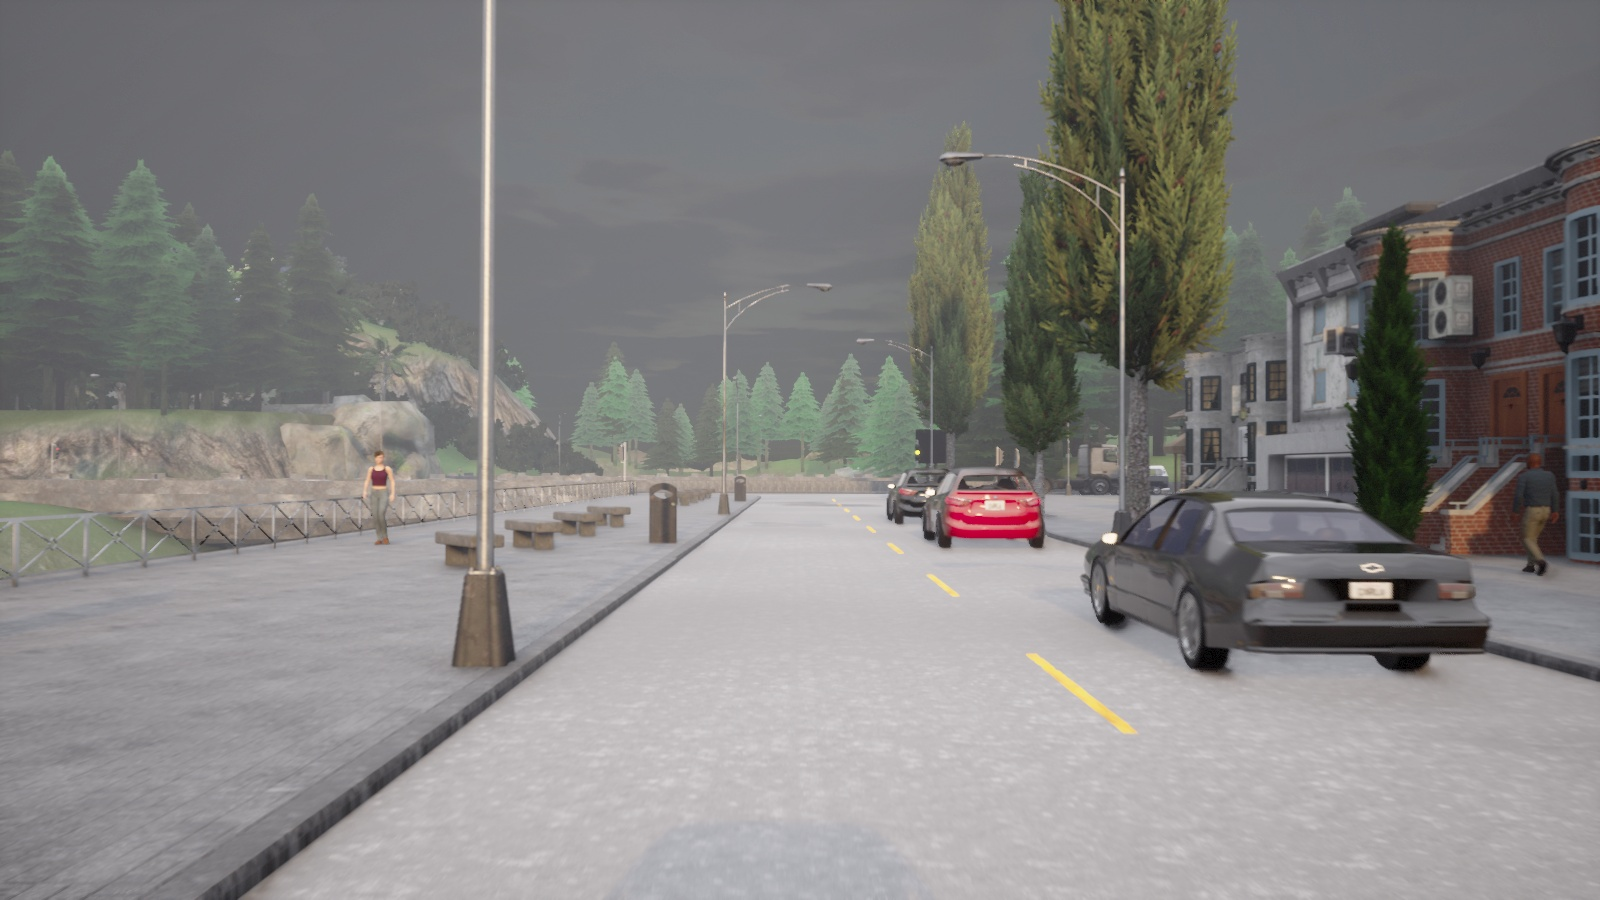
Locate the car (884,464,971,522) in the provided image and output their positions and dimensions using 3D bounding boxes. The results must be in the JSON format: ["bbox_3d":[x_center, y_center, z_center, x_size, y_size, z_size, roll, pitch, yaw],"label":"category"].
[{"bbox_3d":[3.897,1.299,39.160,2.242,1.667,4.611,0,-1,0],"label":"car"}]

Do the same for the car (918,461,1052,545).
[{"bbox_3d":[3.927,1.104,27.535,2.242,1.667,4.611,0,-1,0],"label":"car"}]

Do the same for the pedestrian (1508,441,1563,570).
[{"bbox_3d":[10.680,0.789,18.246,0.370,1.835,0.726,0,-1,3],"label":"pedestrian"}]

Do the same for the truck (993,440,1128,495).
[{"bbox_3d":[16.756,1.122,81.027,7.936,3.462,2.891,0,-1,-6],"label":"truck"}]

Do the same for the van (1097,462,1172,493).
[{"bbox_3d":[22.632,1.872,85.084,4.480,2.038,2.069,0,-1,0],"label":"van"}]

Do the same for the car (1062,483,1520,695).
[{"bbox_3d":[3.969,1.037,11.404,2.033,1.411,5.357,0,-1,0],"label":"car"}]

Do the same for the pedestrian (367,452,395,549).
[{"bbox_3d":[-8.061,0.962,24.183,0.345,1.836,0.594,0,-1,0],"label":"pedestrian"}]
